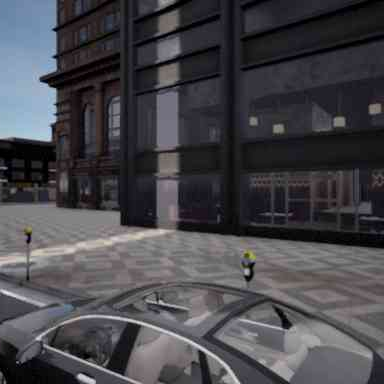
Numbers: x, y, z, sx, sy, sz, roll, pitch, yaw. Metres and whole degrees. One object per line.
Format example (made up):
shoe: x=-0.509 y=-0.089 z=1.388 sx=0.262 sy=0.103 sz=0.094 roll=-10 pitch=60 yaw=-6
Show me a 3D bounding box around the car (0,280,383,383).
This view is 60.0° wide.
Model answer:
car: x=-0.290 y=1.550 z=3.052 sx=4.403 sy=1.369 sz=2.008 roll=0 pitch=0 yaw=35
